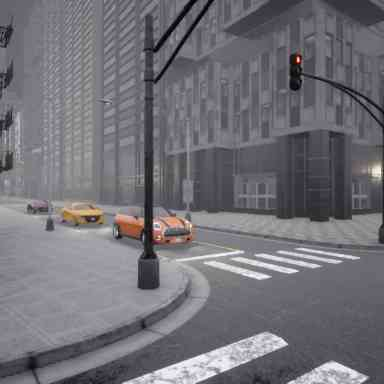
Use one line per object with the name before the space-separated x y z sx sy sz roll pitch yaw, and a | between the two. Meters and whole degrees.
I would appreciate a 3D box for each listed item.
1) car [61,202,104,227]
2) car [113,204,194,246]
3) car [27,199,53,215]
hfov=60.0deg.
car | -7.884 1.509 23.673 1.882 1.535 5.008 0 0 -35
car | -1.873 1.370 15.262 2.097 1.767 4.553 0 0 -36
car | -16.239 1.528 35.458 1.882 1.535 5.008 0 0 -35
